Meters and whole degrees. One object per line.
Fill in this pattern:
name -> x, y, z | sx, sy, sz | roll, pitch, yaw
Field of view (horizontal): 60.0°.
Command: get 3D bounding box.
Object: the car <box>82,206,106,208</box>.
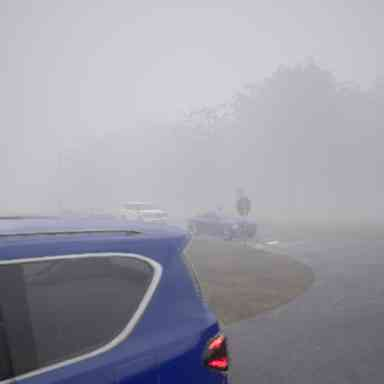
car -> -10.146, 2.392, 36.550 | 1.837, 1.490, 4.892 | 0, -1, -36

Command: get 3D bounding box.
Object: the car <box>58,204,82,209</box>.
car -> -16.177, 2.625, 45.106 | 1.882, 1.535, 5.008 | 0, -1, -36

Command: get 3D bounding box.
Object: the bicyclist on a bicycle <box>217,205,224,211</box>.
bicyclist on a bicycle -> 2.459, 2.005, 29.137 | 1.656, 1.620, 0.582 | 0, -1, -35

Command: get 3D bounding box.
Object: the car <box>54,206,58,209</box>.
car -> -23.387, 2.916, 60.205 | 2.097, 1.767, 4.553 | 0, -1, -37

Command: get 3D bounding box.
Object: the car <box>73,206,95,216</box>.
car -> -16.360, 2.806, 50.346 | 1.994, 1.385, 4.181 | 0, -1, -36

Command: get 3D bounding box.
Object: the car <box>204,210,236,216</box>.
car -> 1.690, 1.882, 19.881 | 1.882, 1.535, 5.008 | 0, -1, -35

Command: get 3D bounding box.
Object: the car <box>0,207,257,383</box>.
car -> -2.297, 1.213, 1.523 | 5.566, 2.045, 2.150 | 1, 0, -36

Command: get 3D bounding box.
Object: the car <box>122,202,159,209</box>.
car -> -4.228, 1.860, 28.227 | 2.150, 2.045, 5.566 | 0, -1, -35
